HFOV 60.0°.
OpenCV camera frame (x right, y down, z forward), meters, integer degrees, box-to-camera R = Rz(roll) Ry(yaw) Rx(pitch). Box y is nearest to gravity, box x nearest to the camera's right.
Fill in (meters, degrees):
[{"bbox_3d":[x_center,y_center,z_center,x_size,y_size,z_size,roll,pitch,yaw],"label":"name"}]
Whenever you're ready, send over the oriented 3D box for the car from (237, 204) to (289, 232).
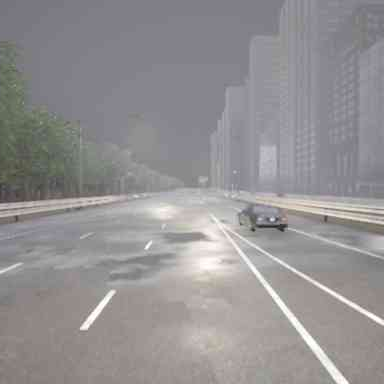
[{"bbox_3d":[3.890,1.408,19.095,2.033,1.411,5.357,0,0,-3],"label":"car"}]
